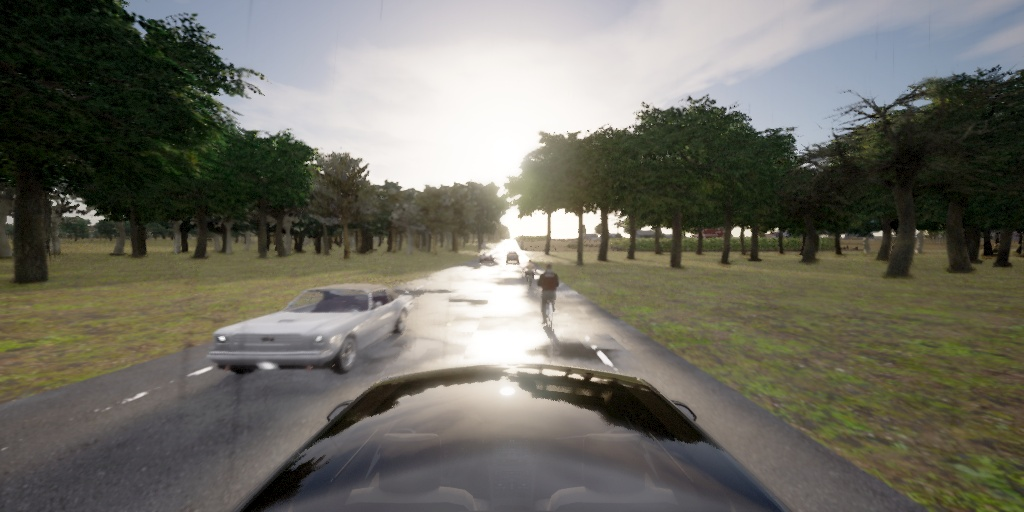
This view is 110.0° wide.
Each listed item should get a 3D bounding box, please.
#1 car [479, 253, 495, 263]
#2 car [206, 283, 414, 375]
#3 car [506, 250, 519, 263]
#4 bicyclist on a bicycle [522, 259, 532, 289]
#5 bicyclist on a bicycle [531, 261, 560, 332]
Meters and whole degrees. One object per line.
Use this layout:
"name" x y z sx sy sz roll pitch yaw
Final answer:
"car" -3.559 0.287 51.594 1.994 1.385 4.181 0 2 0
"car" -3.598 1.293 7.487 1.895 1.301 4.718 0 1 0
"car" 0.098 0.166 53.316 2.128 1.511 4.902 0 2 0
"bicyclist on a bicycle" 0.980 0.969 19.582 0.866 1.612 1.509 0 1 0
"bicyclist on a bicycle" 0.963 1.041 9.582 0.659 1.776 1.843 0 1 0
